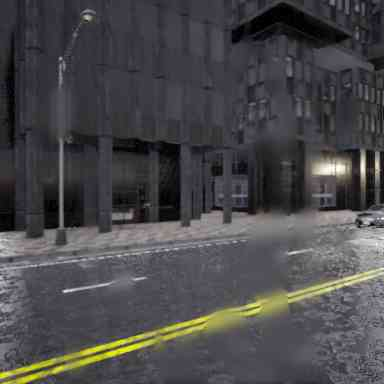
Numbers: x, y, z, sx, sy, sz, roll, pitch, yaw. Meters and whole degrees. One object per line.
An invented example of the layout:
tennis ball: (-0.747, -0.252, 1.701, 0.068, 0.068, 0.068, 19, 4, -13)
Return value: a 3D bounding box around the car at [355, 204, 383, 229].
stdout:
car: (11.765, 1.463, 20.055, 4.902, 1.511, 2.128, 0, 0, -35)
